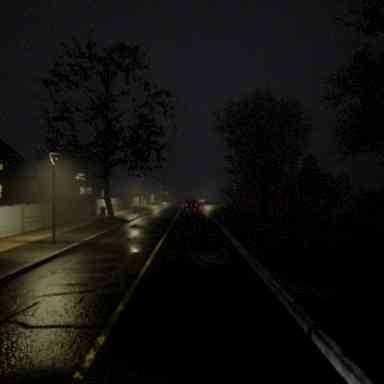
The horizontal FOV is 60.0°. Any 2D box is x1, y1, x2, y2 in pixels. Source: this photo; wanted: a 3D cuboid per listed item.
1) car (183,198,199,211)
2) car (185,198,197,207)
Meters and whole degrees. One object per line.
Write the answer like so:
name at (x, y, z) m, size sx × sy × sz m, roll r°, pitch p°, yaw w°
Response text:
car at (-0.112, 1.609, 42.730) m, size 2.033 × 1.411 × 5.357 m, roll 0°, pitch 0°, yaw 0°
car at (-0.139, 1.679, 53.188) m, size 1.895 × 1.301 × 4.718 m, roll 0°, pitch 0°, yaw 0°
